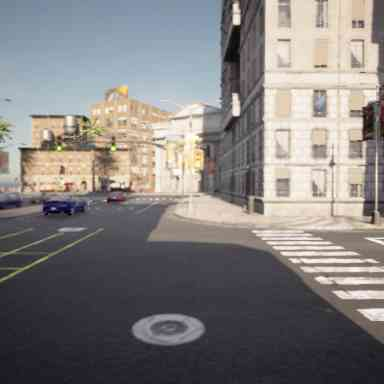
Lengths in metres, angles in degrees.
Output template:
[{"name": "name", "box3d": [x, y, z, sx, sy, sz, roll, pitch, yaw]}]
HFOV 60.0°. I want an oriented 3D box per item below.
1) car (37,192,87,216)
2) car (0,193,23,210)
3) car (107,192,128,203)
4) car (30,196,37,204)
[{"name": "car", "box3d": [-9.442, 0.919, 25.073, 1.882, 1.535, 5.008, 0, 1, -1]}, {"name": "car", "box3d": [-17.621, 0.822, 31.157, 1.812, 1.442, 4.674, 0, 1, 0]}, {"name": "car", "box3d": [-9.605, 0.621, 43.071, 1.994, 1.385, 4.181, 0, 1, -1]}, {"name": "car", "box3d": [-17.697, 0.703, 40.264, 1.895, 1.301, 4.718, 0, 1, 0]}]
